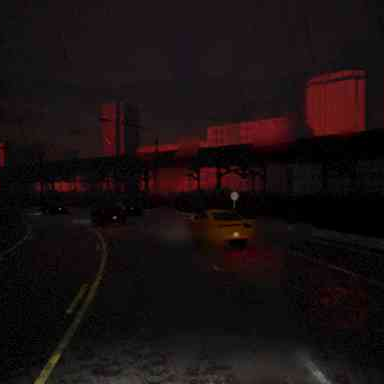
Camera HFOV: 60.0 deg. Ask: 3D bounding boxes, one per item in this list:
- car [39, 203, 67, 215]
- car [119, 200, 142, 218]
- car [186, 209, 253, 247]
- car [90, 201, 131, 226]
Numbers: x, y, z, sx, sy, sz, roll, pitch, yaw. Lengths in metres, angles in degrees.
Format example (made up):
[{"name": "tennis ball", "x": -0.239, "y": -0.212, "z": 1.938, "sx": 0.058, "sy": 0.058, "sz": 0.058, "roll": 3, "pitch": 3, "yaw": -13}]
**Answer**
[{"name": "car", "x": -16.315, "y": 1.952, "z": 39.090, "sx": 1.994, "sy": 1.385, "sz": 4.181, "roll": -1, "pitch": 0, "yaw": -43}, {"name": "car", "x": -6.690, "y": 1.574, "z": 32.567, "sx": 2.097, "sy": 1.767, "sz": 4.553, "roll": -1, "pitch": 0, "yaw": -32}, {"name": "car", "x": 1.097, "y": 1.551, "z": 15.574, "sx": 1.882, "sy": 1.535, "sz": 5.008, "roll": 0, "pitch": 0, "yaw": -15}, {"name": "car", "x": -6.440, "y": 1.677, "z": 25.272, "sx": 1.882, "sy": 1.535, "sz": 5.008, "roll": -1, "pitch": -1, "yaw": -26}]
